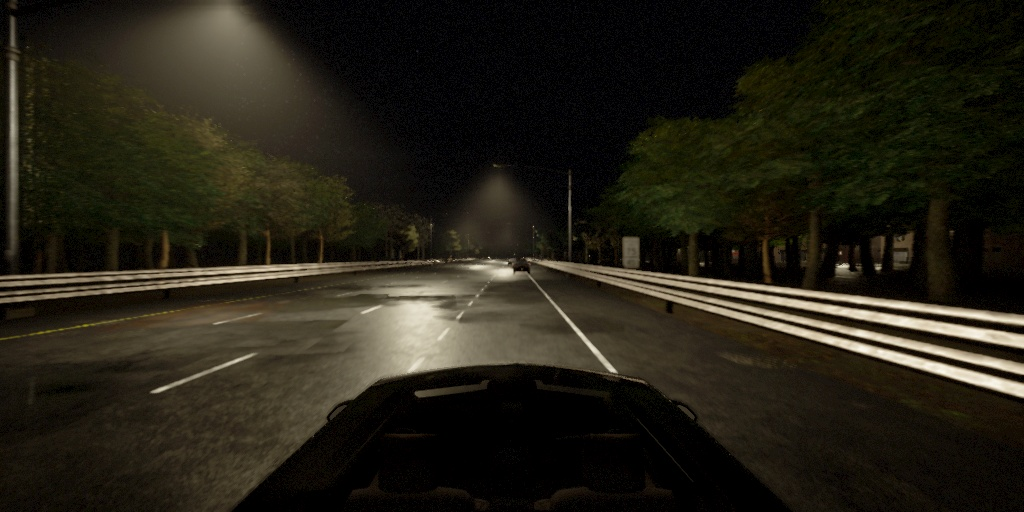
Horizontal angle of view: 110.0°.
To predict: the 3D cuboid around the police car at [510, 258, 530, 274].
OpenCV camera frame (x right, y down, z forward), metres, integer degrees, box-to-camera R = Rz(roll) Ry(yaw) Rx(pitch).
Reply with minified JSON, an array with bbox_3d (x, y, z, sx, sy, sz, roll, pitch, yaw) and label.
[{"bbox_3d":[1.050,1.190,40.797,1.930,1.638,5.238,0,0,0],"label":"police car"}]
